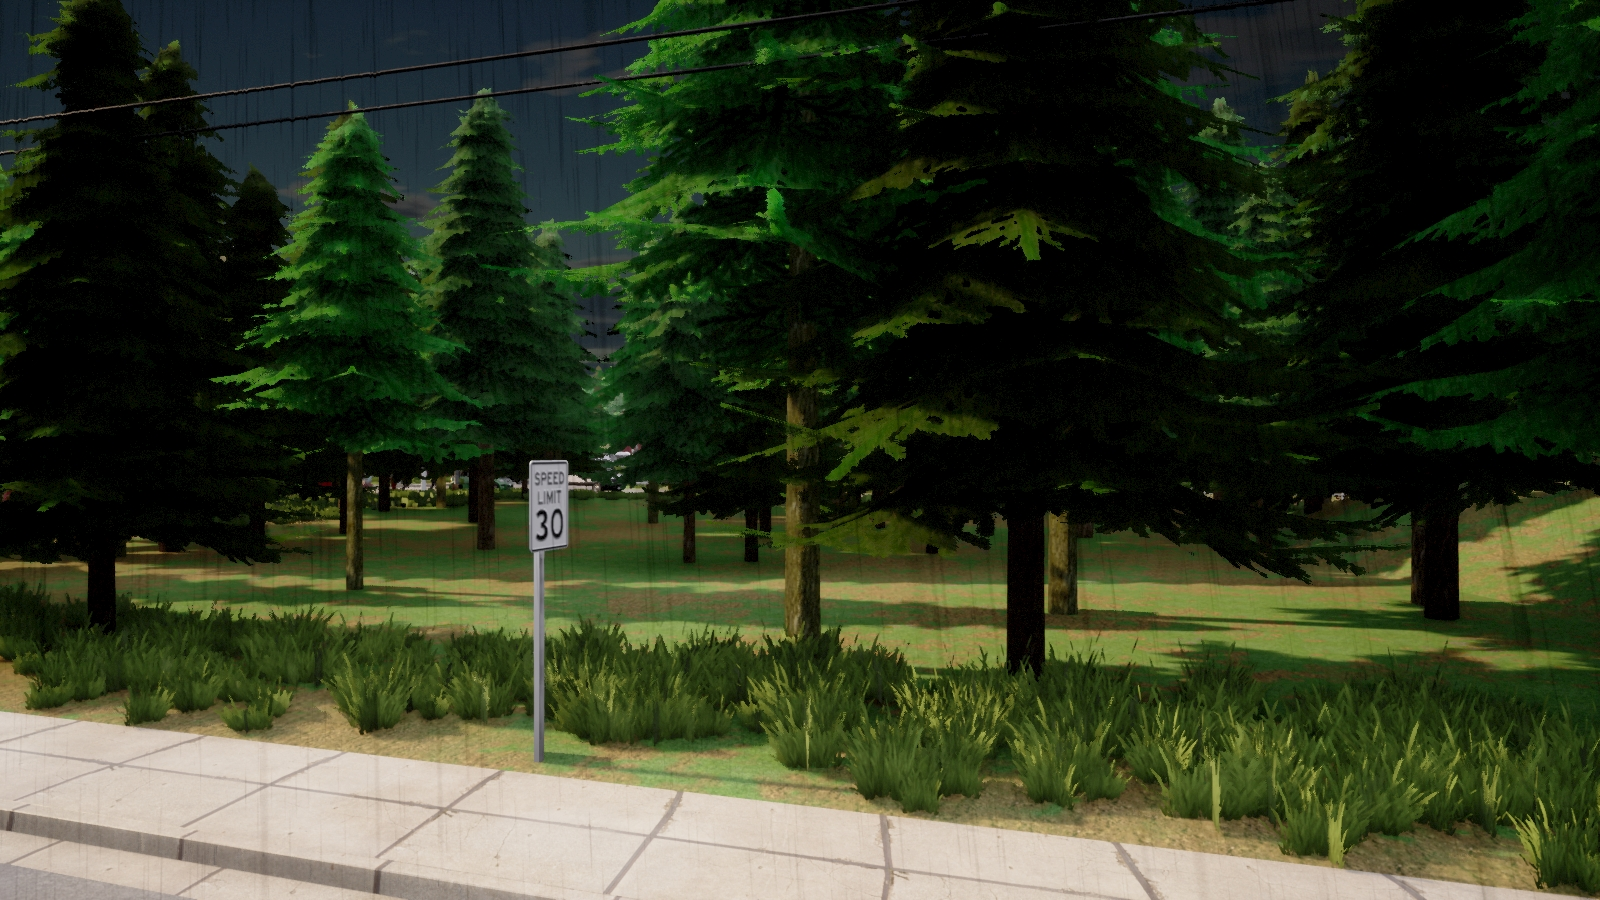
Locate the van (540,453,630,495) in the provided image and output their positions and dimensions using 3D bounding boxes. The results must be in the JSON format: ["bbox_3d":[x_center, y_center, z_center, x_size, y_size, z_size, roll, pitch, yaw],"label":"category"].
[{"bbox_3d":[-13.883,1.508,73.669,5.915,2.561,1.988,0,0,33],"label":"van"}]
